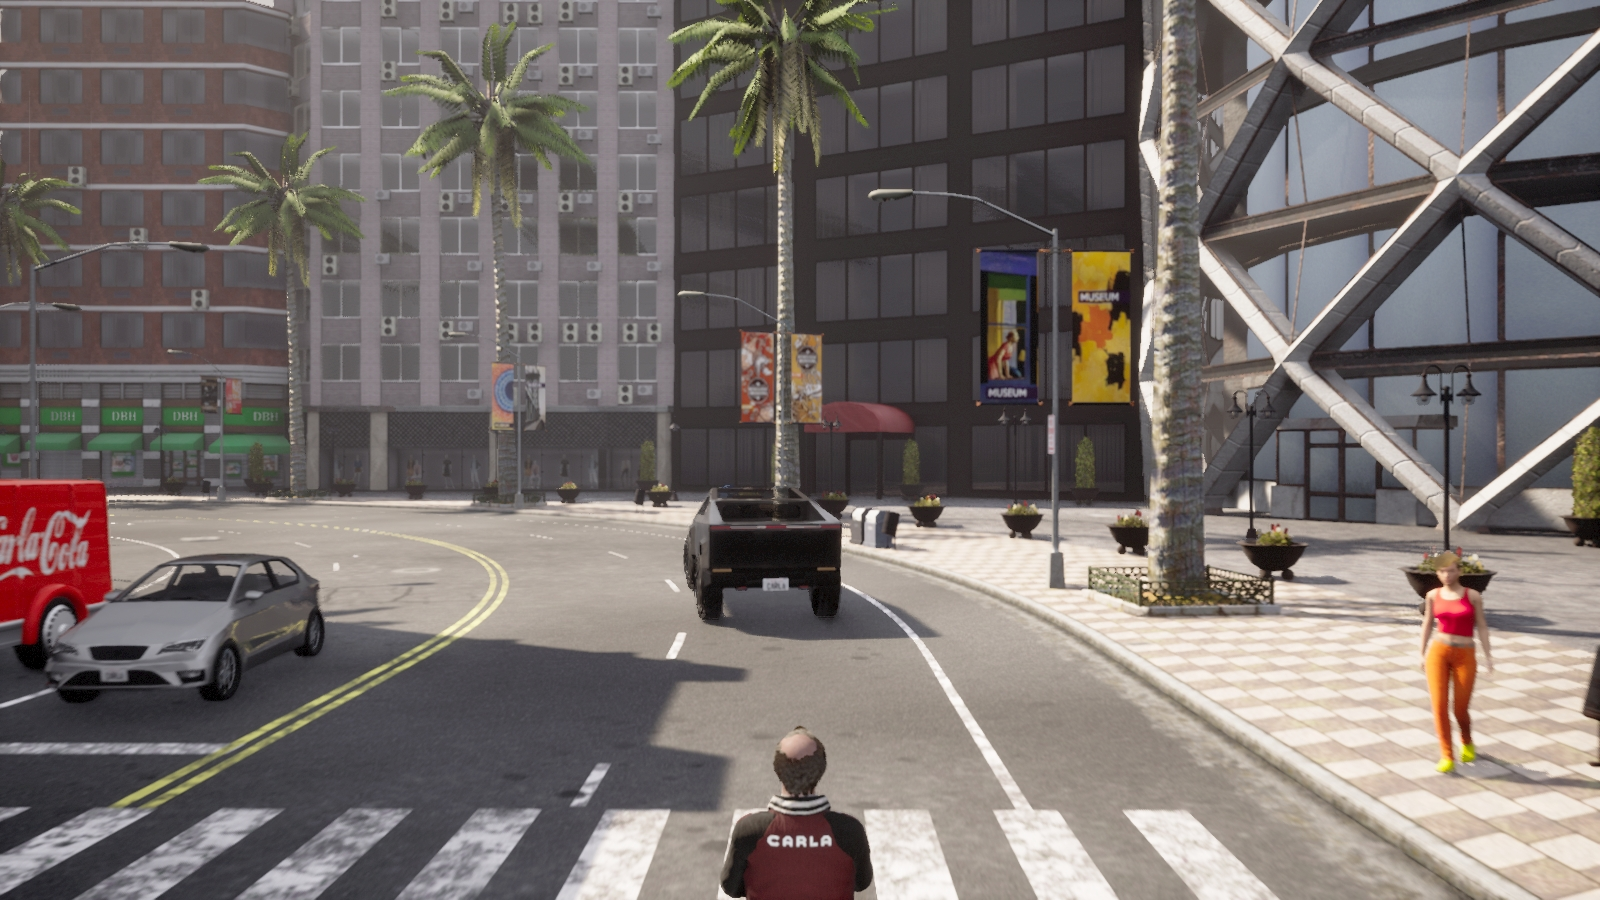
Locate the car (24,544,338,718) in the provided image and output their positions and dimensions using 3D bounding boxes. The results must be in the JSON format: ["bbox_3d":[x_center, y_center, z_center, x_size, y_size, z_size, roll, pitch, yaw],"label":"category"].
[{"bbox_3d":[-7.354,2.069,14.110,1.816,1.474,4.193,0,0,-4],"label":"car"}]

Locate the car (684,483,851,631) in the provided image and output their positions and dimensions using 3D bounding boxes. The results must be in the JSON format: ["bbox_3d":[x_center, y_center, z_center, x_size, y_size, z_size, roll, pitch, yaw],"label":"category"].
[{"bbox_3d":[-0.813,1.758,21.010,2.390,2.098,6.274,0,0,-8],"label":"car"}]

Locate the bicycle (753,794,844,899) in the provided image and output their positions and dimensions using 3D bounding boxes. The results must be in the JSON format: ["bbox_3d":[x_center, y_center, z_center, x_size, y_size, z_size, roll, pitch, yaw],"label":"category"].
[{"bbox_3d":[-0.007,2.212,4.484,0.329,1.171,1.835,0,0,0],"label":"bicycle"}]

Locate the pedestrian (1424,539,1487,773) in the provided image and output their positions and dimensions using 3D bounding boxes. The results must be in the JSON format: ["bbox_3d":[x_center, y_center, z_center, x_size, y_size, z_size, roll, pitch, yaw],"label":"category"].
[{"bbox_3d":[5.480,1.697,9.553,0.375,1.860,0.375,0,0,43],"label":"pedestrian"}]

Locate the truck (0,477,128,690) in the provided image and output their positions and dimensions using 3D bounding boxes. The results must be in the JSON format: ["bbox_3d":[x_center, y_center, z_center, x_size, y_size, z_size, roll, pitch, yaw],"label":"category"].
[{"bbox_3d":[-10.692,1.581,13.445,2.627,2.467,5.204,0,-1,-2],"label":"truck"}]
